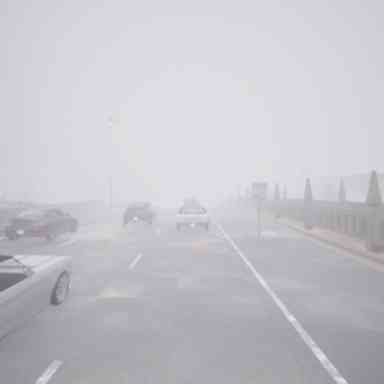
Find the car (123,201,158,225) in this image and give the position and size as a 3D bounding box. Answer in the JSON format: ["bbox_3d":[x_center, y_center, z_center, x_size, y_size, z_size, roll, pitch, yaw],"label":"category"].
[{"bbox_3d":[-3.477,1.371,22.882,1.837,1.490,4.892,0,0,0],"label":"car"}]

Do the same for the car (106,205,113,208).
[{"bbox_3d":[-17.746,3.564,71.466,2.128,1.511,4.902,0,-6,0],"label":"car"}]

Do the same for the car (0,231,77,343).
[{"bbox_3d":[-3.422,1.575,4.978,1.895,1.301,4.718,0,0,0],"label":"car"}]

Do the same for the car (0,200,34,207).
[{"bbox_3d":[-14.188,1.417,27.713,1.994,1.385,4.181,0,0,0],"label":"car"}]

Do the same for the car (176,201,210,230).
[{"bbox_3d":[0.033,1.478,20.198,1.895,1.301,4.718,0,0,0],"label":"car"}]

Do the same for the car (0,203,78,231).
[{"bbox_3d":[-6.953,1.440,15.780,1.812,1.442,4.674,0,0,0],"label":"car"}]

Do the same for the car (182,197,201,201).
[{"bbox_3d":[-0.031,1.302,38.135,1.837,1.490,4.892,0,0,0],"label":"car"}]
